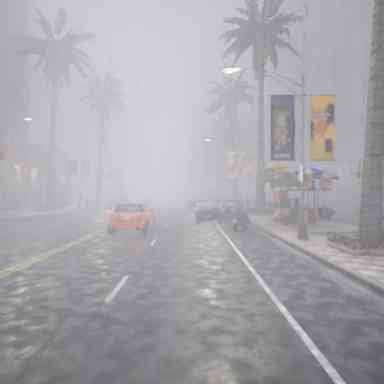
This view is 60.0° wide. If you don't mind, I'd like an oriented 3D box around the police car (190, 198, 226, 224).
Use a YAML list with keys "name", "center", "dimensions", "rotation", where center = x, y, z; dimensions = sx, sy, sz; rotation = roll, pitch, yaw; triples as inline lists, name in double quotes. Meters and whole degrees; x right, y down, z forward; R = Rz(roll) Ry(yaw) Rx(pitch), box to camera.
- name: "police car"
  center: [1.109, 1.380, 25.482]
  dimensions: [1.930, 1.638, 5.238]
  rotation: [-8, 2, 0]

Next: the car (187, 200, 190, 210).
- name: "car"
  center: [0.354, 1.602, 44.063]
  dimensions: [1.837, 1.490, 4.892]
  rotation: [0, 0, 0]

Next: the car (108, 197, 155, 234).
- name: "car"
  center: [-3.397, 1.395, 19.533]
  dimensions: [2.097, 1.767, 4.553]
  rotation: [0, 0, 0]

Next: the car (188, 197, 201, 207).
- name: "car"
  center: [0.440, 1.670, 56.099]
  dimensions: [2.033, 1.411, 5.357]
  rotation: [0, 0, 1]

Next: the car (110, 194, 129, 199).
- name: "car"
  center: [-10.299, 1.312, 47.442]
  dimensions: [2.150, 2.045, 5.566]
  rotation: [0, 0, 1]

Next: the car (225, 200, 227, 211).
- name: "car"
  center: [3.413, 1.620, 49.052]
  dimensions: [2.161, 1.482, 4.786]
  rotation: [0, 0, 0]

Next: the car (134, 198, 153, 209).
- name: "car"
  center: [-6.810, 1.581, 46.913]
  dimensions: [1.882, 1.535, 5.008]
  rotation: [0, 0, 1]
